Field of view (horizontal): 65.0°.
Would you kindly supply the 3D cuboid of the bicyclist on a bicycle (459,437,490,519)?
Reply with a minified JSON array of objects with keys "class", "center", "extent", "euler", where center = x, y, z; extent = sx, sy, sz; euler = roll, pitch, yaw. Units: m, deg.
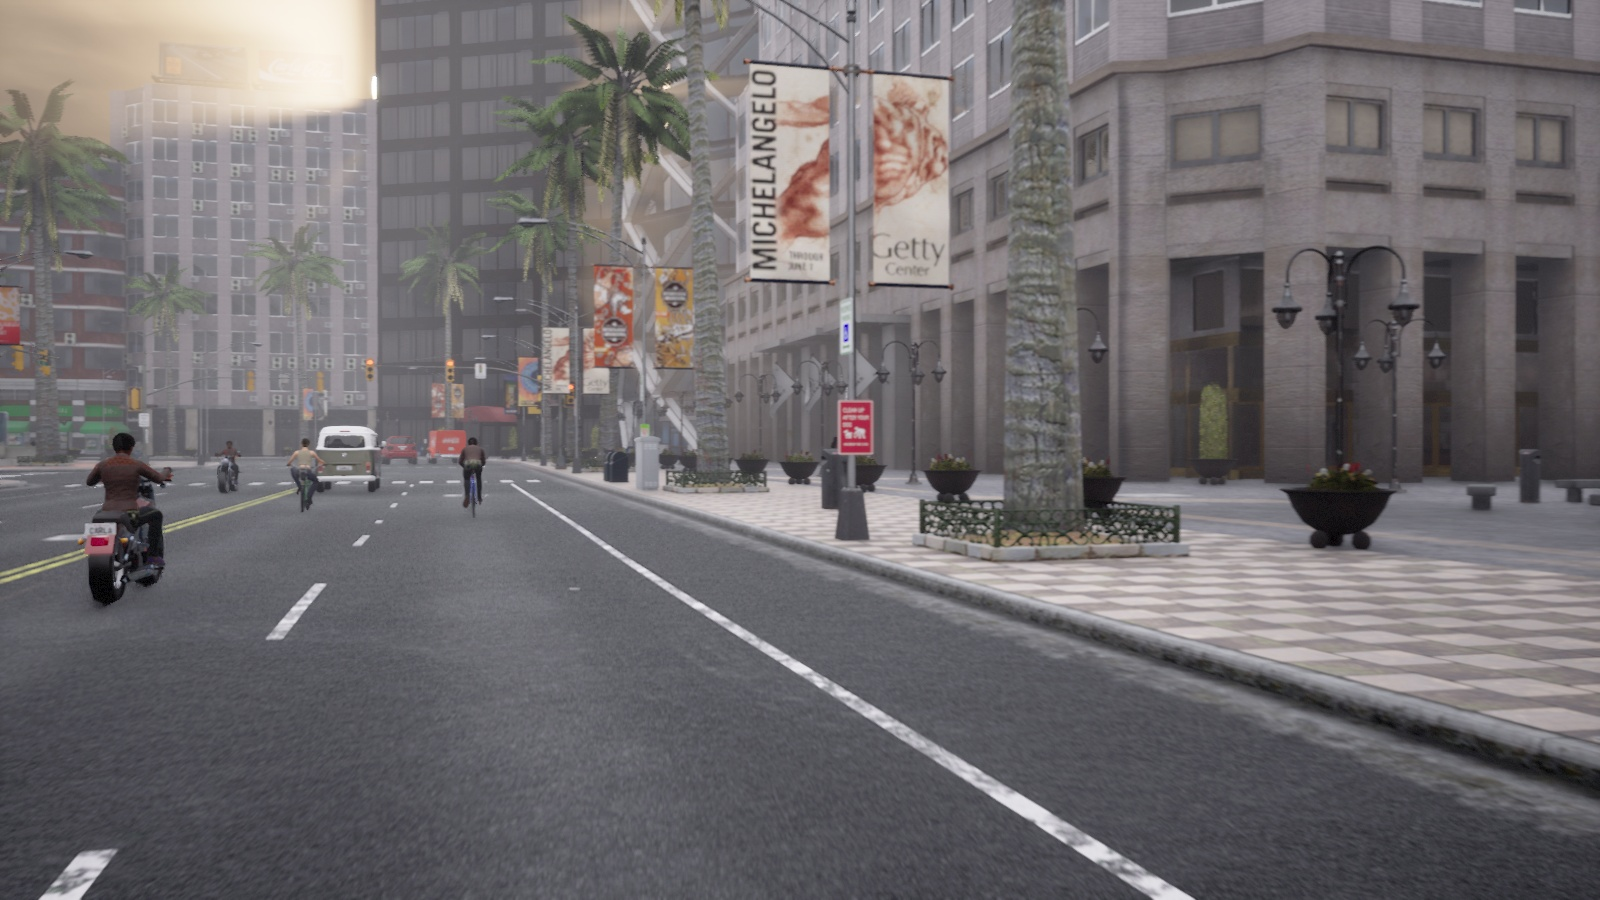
[{"class":"bicyclist on a bicycle","center":[-6.652,0.559,25.638],"extent":[0.582,1.620,1.656],"euler":[0,0,-16]}]

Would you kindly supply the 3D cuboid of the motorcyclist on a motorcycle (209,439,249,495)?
[{"class":"motorcyclist on a motorcycle","center":[-17.481,0.490,38.472],"extent":[0.766,1.649,2.350],"euler":[0,1,-15]}]

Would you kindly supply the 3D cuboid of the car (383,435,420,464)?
[{"class":"car","center":[-28.899,-0.030,90.992],"extent":[2.150,2.045,5.566],"euler":[0,0,-22]}]

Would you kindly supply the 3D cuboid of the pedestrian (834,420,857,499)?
[{"class":"pedestrian","center":[1.119,0.229,30.914],"extent":[0.402,1.930,0.666],"euler":[0,0,-13]}]

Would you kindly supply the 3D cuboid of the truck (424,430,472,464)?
[{"class":"truck","center":[-26.328,-0.252,93.741],"extent":[2.627,2.467,5.204],"euler":[0,0,-25]}]

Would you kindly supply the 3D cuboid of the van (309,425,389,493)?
[{"class":"van","center":[-14.169,0.255,39.643],"extent":[2.069,2.038,4.480],"euler":[0,0,-16]}]

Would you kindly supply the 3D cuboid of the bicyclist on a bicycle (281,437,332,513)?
[{"class":"bicyclist on a bicycle","center":[-10.871,0.533,27.707],"extent":[0.866,1.612,1.509],"euler":[0,0,-15]}]

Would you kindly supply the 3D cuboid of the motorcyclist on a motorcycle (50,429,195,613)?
[{"class":"motorcyclist on a motorcycle","center":[-6.666,0.630,12.489],"extent":[0.766,1.649,2.350],"euler":[0,0,-16]}]
